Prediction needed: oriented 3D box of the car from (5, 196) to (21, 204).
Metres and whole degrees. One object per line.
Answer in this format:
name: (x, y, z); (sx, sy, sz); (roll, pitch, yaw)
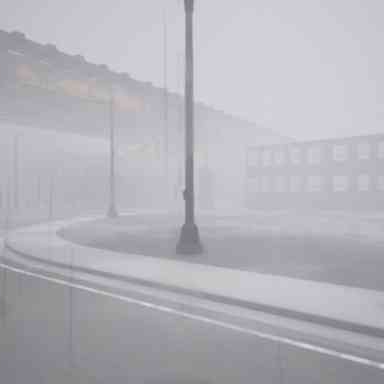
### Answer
car: (-36.895, 1.526, 67.531); (4.536, 1.218, 1.853); (0, 0, 2)

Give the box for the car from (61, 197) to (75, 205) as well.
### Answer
car: (-20.091, 1.453, 53.760); (1.853, 1.218, 4.536); (0, 0, -23)

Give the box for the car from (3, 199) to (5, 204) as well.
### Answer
car: (-38.674, 1.681, 63.840); (2.038, 1.542, 4.974); (0, 0, -3)

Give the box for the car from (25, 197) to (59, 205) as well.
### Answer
car: (-23.651, 1.460, 52.506); (4.536, 1.218, 1.853); (0, 0, 7)

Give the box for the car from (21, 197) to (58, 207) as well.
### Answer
car: (-23.599, 1.618, 52.500); (4.974, 1.542, 2.038); (0, 0, 7)

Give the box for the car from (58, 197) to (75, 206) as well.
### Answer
car: (-20.070, 1.610, 53.712); (2.038, 1.542, 4.974); (0, 0, -23)

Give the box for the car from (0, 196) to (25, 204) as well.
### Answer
car: (-36.947, 1.684, 67.532); (4.974, 1.542, 2.038); (0, 0, 2)
